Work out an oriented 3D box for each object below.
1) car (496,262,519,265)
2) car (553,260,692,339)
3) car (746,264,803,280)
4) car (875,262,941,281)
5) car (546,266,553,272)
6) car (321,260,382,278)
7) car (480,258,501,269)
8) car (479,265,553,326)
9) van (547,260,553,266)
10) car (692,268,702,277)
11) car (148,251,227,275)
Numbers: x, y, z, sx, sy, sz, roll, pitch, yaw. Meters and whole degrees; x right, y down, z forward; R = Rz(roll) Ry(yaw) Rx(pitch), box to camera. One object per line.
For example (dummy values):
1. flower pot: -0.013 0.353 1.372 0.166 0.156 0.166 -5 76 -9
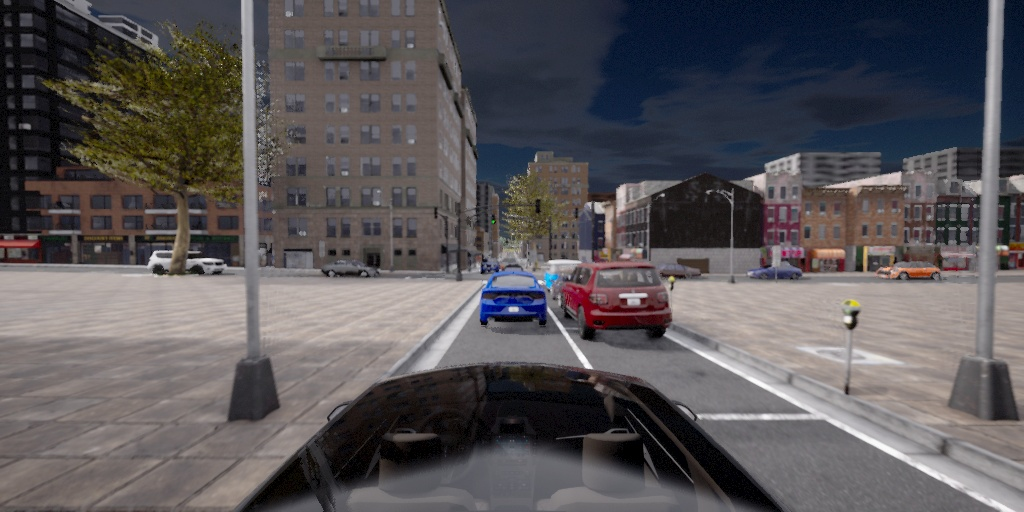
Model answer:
1. car: 0.092 1.328 23.361 1.994 1.385 4.181 0 0 0
2. car: 2.634 1.066 10.052 2.192 1.841 5.009 0 0 0
3. car: 24.735 1.481 33.857 4.674 1.442 1.812 0 2 0
4. car: 37.287 1.343 33.849 4.553 1.767 2.097 0 2 0
5. car: 2.632 1.306 15.037 2.007 1.370 4.403 0 0 0
6. car: -13.794 1.119 30.865 4.902 1.511 2.128 1 2 0
7. car: -2.824 1.255 46.696 2.150 2.045 5.566 0 -1 1
8. car: 0.023 1.230 11.713 1.882 1.535 5.008 0 0 0
9. van: 2.631 1.099 18.358 1.690 1.789 3.998 0 0 0
10. car: 14.910 1.426 33.849 5.357 1.411 2.033 0 2 0
11. car: -27.865 0.592 30.842 5.566 2.045 2.150 1 2 0
